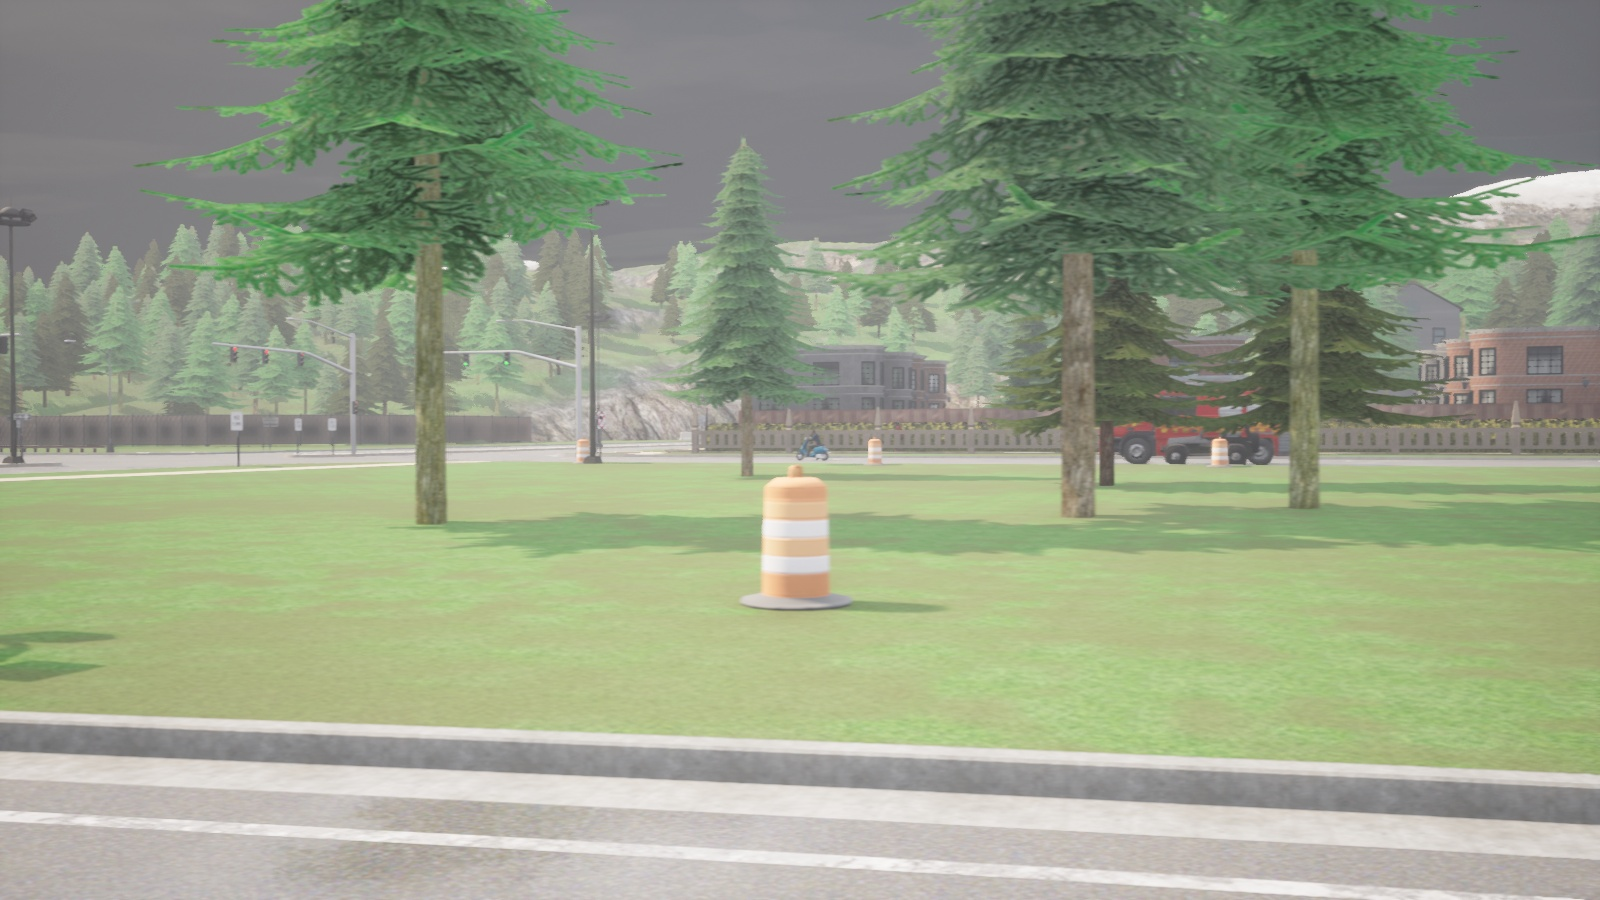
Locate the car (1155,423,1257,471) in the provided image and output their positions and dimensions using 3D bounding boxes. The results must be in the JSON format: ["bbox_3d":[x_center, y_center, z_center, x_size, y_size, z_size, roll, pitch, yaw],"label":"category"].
[{"bbox_3d":[16.599,-0.138,51.383,3.866,1.878,1.905,1,1,18],"label":"car"}]

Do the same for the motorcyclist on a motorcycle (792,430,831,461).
[{"bbox_3d":[0.605,-0.244,64.096,1.817,1.590,0.866,1,1,18],"label":"motorcyclist on a motorcycle"}]

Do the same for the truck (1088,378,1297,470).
[{"bbox_3d":[17.058,-1.153,54.905,8.468,3.827,2.891,1,1,18],"label":"truck"}]
